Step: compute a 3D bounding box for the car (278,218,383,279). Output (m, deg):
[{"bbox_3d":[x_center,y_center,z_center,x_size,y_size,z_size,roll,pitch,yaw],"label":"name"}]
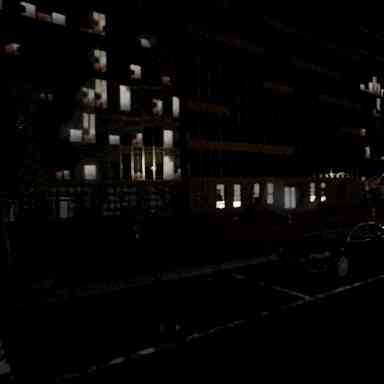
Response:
[{"bbox_3d":[4.352,1.483,9.682,4.403,1.369,2.008,-1,-1,-36],"label":"car"}]
